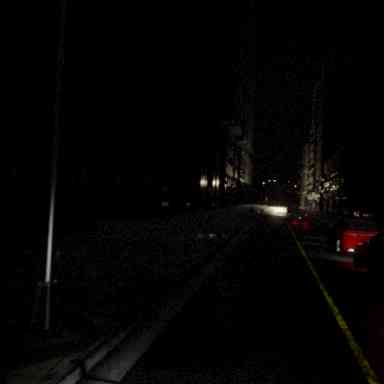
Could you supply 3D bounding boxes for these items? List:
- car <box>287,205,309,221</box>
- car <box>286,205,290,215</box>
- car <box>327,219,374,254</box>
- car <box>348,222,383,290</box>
[{"bbox_3d":[12.341,2.581,38.366,1.895,1.301,4.718,3,-1,15],"label":"car"},{"bbox_3d":[14.926,2.689,48.982,1.882,1.535,5.008,3,-1,14],"label":"car"},{"bbox_3d":[7.624,1.999,15.632,1.882,1.535,5.008,3,-1,14],"label":"car"},{"bbox_3d":[6.186,1.919,9.807,1.812,1.442,4.674,3,-1,14],"label":"car"}]
